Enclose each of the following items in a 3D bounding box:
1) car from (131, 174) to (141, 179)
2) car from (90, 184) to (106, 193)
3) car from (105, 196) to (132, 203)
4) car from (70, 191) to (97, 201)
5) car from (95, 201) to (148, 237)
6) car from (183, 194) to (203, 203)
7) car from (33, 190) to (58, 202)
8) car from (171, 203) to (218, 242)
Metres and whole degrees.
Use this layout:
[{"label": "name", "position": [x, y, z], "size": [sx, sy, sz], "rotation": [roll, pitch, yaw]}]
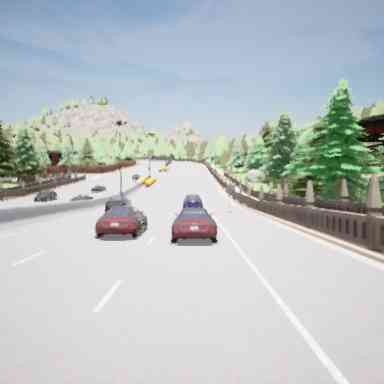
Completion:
[{"label": "car", "position": [-13.951, -3.785, 82.660], "size": [1.882, 1.535, 5.008], "rotation": [0, 7, 0]}, {"label": "car", "position": [-17.538, -0.697, 62.320], "size": [1.895, 1.301, 4.718], "rotation": [0, 7, 0]}, {"label": "car", "position": [-6.915, 1.147, 31.730], "size": [2.128, 1.511, 4.902], "rotation": [0, 0, 0]}, {"label": "car", "position": [-14.089, 0.938, 42.570], "size": [1.994, 1.385, 4.181], "rotation": [0, 3, 0]}, {"label": "car", "position": [-3.408, 1.384, 16.689], "size": [1.994, 1.385, 4.181], "rotation": [0, 1, 0]}, {"label": "car", "position": [0.083, 0.961, 35.415], "size": [2.097, 1.767, 4.553], "rotation": [0, 1, 0]}, {"label": "car", "position": [-21.046, 0.571, 47.980], "size": [1.837, 1.490, 4.892], "rotation": [0, 6, 1]}, {"label": "car", "position": [0.093, 1.399, 15.339], "size": [1.994, 1.385, 4.181], "rotation": [0, 1, 0]}]
